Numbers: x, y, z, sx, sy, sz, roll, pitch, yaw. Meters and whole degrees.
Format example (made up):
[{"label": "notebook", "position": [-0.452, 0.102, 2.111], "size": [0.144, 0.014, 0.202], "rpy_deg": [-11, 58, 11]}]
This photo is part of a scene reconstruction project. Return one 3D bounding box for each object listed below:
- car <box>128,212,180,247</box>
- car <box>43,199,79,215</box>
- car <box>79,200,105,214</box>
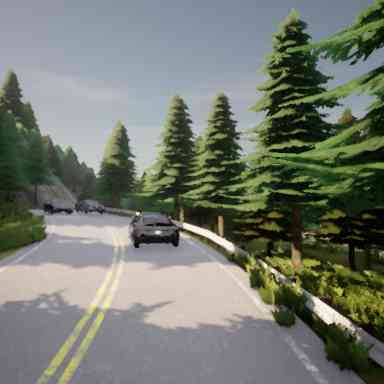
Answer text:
[{"label": "car", "position": [-1.851, 1.604, 15.398], "size": [1.994, 1.385, 4.181], "rpy_deg": [1, 0, -14]}, {"label": "car", "position": [-12.587, 1.354, 31.109], "size": [2.033, 1.411, 5.357], "rpy_deg": [3, -1, -33]}, {"label": "car", "position": [-10.590, 1.496, 34.179], "size": [2.033, 1.411, 5.357], "rpy_deg": [3, -1, -35]}]
